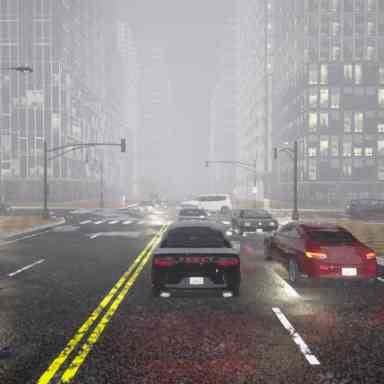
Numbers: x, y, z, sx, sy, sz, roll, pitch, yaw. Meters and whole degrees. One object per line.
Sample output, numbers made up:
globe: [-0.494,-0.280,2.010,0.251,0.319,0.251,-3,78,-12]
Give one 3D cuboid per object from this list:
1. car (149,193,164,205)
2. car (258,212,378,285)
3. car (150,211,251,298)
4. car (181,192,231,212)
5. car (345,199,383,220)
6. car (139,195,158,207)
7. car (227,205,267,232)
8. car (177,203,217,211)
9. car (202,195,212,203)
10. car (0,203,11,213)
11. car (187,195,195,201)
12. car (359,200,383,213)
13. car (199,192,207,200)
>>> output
car: [-6.766,1.175,59.695,2.150,2.045,5.566,0,0,0]
car: [3.321,1.521,9.332,1.812,1.442,4.674,0,0,0]
car: [0.069,1.474,8.567,1.882,1.535,5.008,0,0,0]
car: [1.292,1.248,32.223,5.566,2.045,2.150,0,0,-33]
car: [16.108,1.519,29.192,5.009,1.841,2.192,1,0,1]
car: [-6.752,1.528,50.662,1.994,1.385,4.181,0,0,0]
car: [3.291,1.591,18.451,1.895,1.301,4.718,0,0,0]
car: [0.040,1.538,18.388,2.033,1.411,5.357,0,0,0]
car: [3.116,1.466,70.255,1.812,1.442,4.674,0,0,0]
car: [-20.084,1.364,32.263,4.674,1.442,1.812,1,1,1]
car: [-0.258,1.425,80.972,1.837,1.490,4.892,0,0,0]
car: [21.690,1.643,37.497,4.829,1.417,1.752,1,0,1]
car: [2.962,1.135,90.389,2.150,2.045,5.566,0,0,0]
